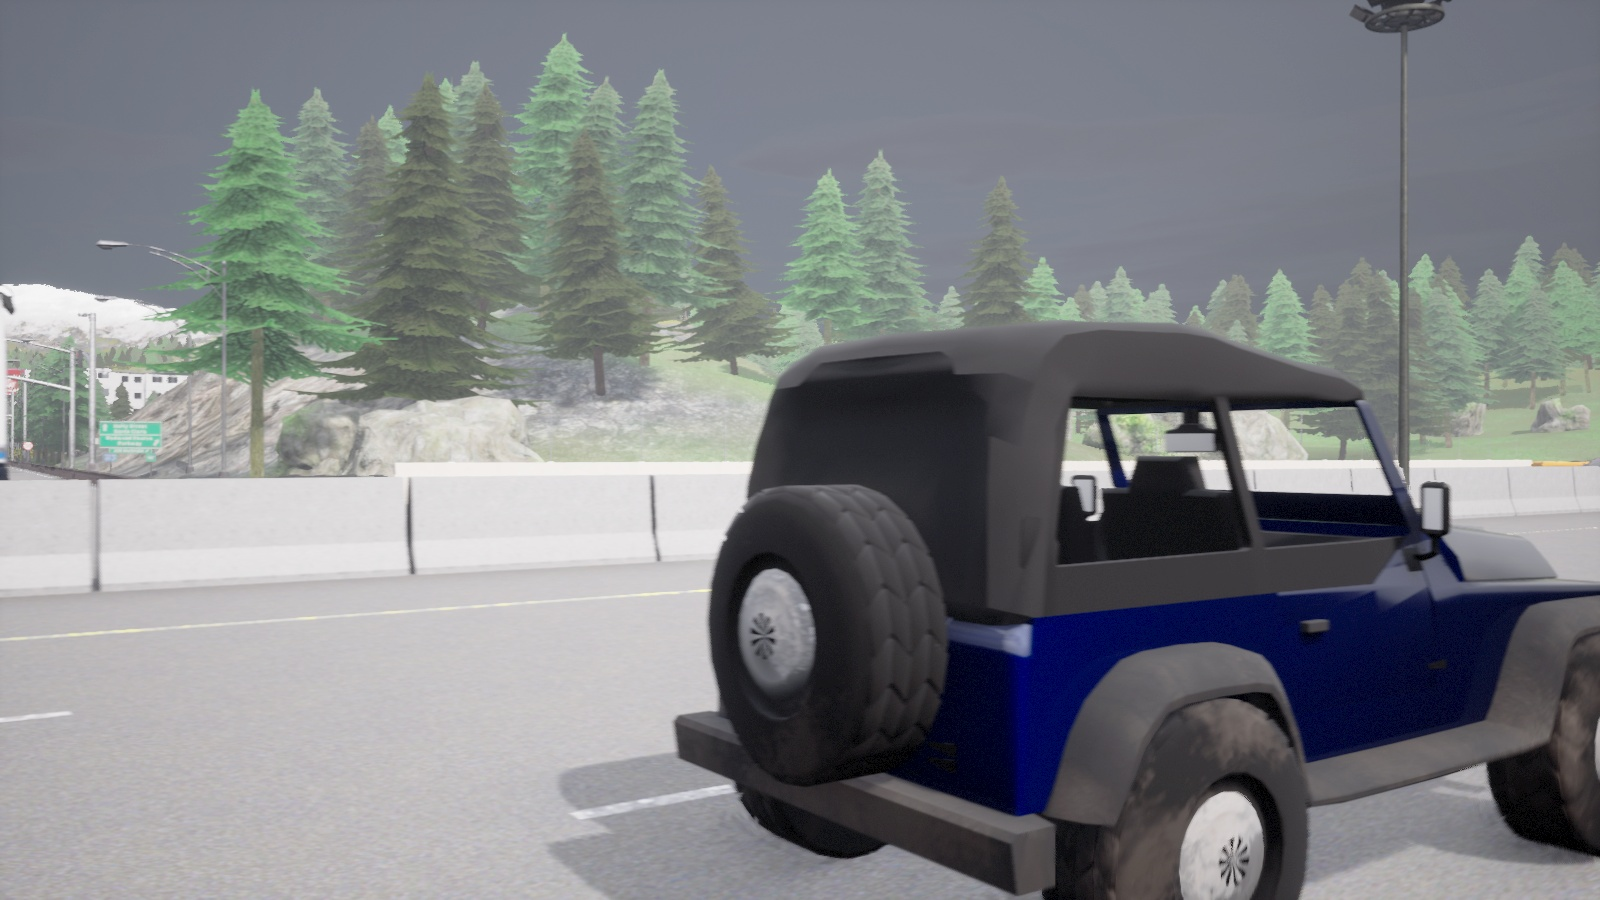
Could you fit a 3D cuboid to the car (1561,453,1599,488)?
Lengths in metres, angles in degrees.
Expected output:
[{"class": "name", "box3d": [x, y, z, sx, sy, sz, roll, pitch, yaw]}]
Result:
[{"class": "car", "box3d": [34.267, 0.831, 53.095, 4.674, 1.442, 1.812, 0, 0, -35]}]

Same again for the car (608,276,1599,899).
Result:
[{"class": "car", "box3d": [1.469, 0.550, 4.682, 3.866, 1.878, 1.905, 0, 0, -35]}]
